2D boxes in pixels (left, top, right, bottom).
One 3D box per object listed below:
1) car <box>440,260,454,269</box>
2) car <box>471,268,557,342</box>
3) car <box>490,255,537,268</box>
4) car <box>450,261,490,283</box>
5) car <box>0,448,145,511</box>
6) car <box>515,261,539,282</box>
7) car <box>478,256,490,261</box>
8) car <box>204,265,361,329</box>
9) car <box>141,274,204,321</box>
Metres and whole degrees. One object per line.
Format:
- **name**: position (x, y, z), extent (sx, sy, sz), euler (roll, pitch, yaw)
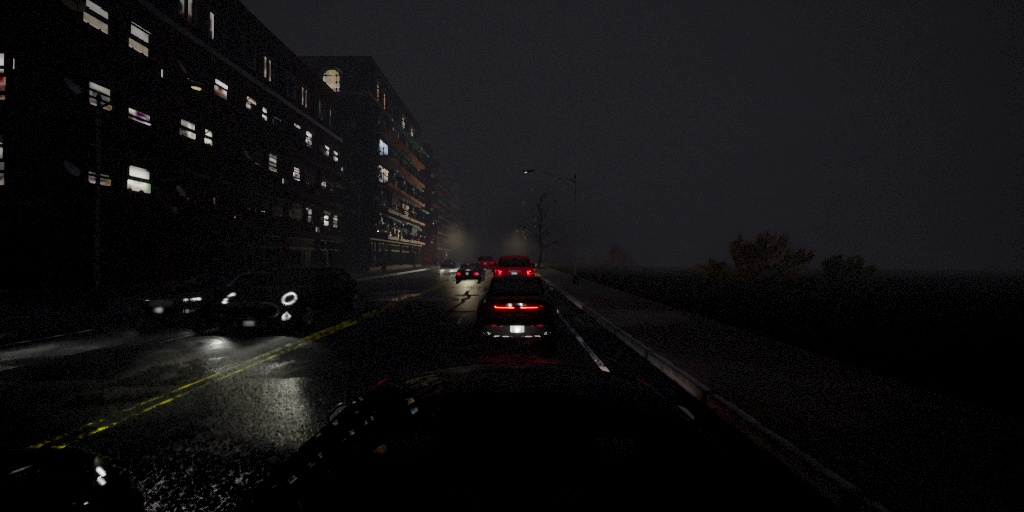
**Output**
- **car**: position (-9.795, 1.278, 55.281), extent (1.812, 1.442, 4.674), euler (0, 0, 0)
- **car**: position (0.109, 1.256, 9.796), extent (1.837, 1.490, 4.892), euler (0, 0, 0)
- **car**: position (0.116, 0.974, 20.143), extent (2.150, 2.045, 5.566), euler (0, 0, 0)
- **car**: position (-3.126, 1.300, 27.617), extent (2.033, 1.411, 5.357), euler (0, 0, 0)
- **car**: position (-3.152, 1.313, 0.339), extent (1.994, 1.385, 4.181), euler (0, 0, 0)
- **car**: position (1.163, 1.209, 30.551), extent (1.801, 1.575, 5.366), euler (0, 0, 0)
- **car**: position (-3.112, 0.972, 44.381), extent (2.150, 2.045, 5.566), euler (0, 0, 0)
- **car**: position (-6.591, 1.103, 11.229), extent (2.097, 1.767, 4.553), euler (0, 0, 0)
- **car**: position (-9.841, 1.243, 12.445), extent (2.128, 1.511, 4.902), euler (0, 0, 0)
